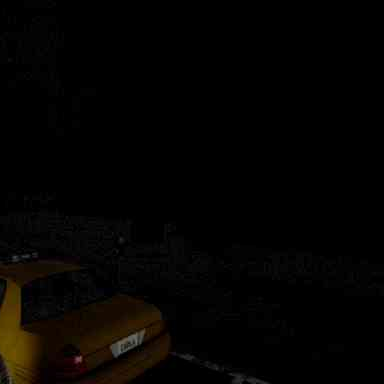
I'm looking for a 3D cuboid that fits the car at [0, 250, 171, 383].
[{"bbox_3d":[-2.536,1.525,4.766,4.829,1.417,1.752,0,0,35],"label":"car"}]
